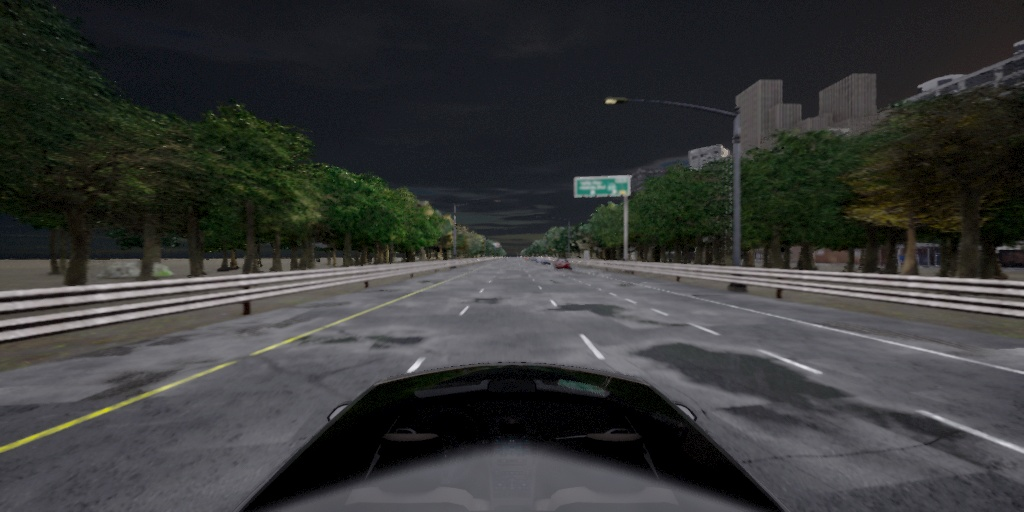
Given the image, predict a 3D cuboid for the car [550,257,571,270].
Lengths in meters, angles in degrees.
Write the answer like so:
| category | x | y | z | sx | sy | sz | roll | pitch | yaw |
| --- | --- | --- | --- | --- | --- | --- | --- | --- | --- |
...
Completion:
| category | x | y | z | sx | sy | sz | roll | pitch | yaw |
| --- | --- | --- | --- | --- | --- | --- | --- | --- | --- |
| car | 7.108 | 1.078 | 51.558 | 2.097 | 1.767 | 4.553 | 0 | 0 | 0 |
